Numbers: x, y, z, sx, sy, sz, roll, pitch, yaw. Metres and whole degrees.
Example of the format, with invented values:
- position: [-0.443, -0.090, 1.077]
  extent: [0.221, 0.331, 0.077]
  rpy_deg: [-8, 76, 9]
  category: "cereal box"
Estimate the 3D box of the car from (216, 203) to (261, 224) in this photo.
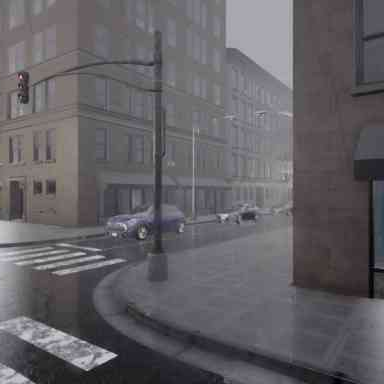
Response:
- position: [3.680, 1.629, 25.946]
  extent: [2.128, 1.511, 4.902]
  rpy_deg: [0, 0, 36]
  category: "car"

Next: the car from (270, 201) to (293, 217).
- position: [9.725, 1.685, 34.447]
  extent: [2.128, 1.511, 4.902]
  rpy_deg: [0, 0, 35]
  category: "car"

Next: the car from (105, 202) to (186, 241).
- position: [-2.333, 1.432, 17.530]
  extent: [2.097, 1.767, 4.553]
  rpy_deg: [0, 0, 36]
  category: "car"
